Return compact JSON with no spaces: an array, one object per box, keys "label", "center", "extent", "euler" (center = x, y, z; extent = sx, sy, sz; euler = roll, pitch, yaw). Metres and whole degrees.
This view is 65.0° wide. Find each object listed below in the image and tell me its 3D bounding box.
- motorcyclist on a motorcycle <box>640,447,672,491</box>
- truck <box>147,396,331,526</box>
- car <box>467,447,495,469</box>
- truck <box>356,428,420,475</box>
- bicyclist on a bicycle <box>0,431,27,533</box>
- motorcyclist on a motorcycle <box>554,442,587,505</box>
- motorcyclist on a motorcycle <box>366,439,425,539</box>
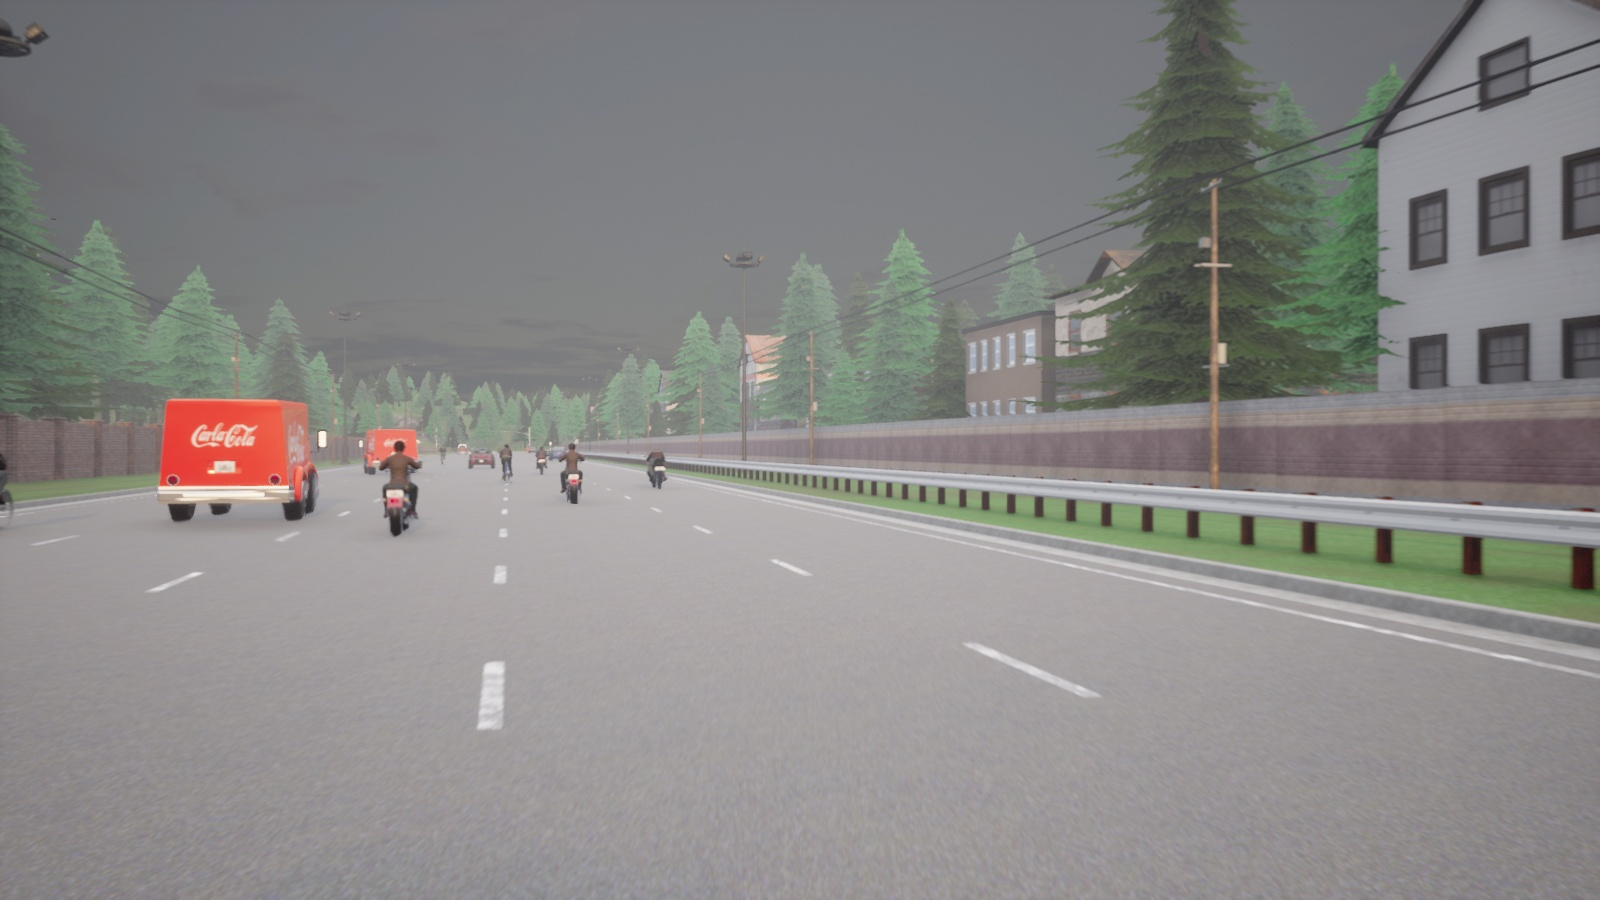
[{"label":"motorcyclist on a motorcycle","center":[-5.171,0.670,44.999],"extent":[0.866,1.530,2.191],"euler":[0,0,-13]},{"label":"truck","center":[-11.712,0.187,26.683],"extent":[2.627,2.467,5.204],"euler":[0,0,-13]},{"label":"car","center":[-22.050,0.531,86.918],"extent":[1.816,1.474,4.193],"euler":[0,0,-13]},{"label":"truck","center":[-22.765,0.071,69.238],"extent":[2.627,2.467,5.204],"euler":[0,0,-27]},{"label":"bicyclist on a bicycle","center":[-14.204,0.550,21.923],"extent":[0.659,1.776,1.843],"euler":[0,0,-13]},{"label":"motorcyclist on a motorcycle","center":[-6.220,0.610,33.991],"extent":[0.766,1.649,2.350],"euler":[0,0,-13]},{"label":"motorcyclist on a motorcycle","center":[-6.984,0.638,21.773],"extent":[0.766,1.649,2.350],"euler":[0,0,-13]}]
